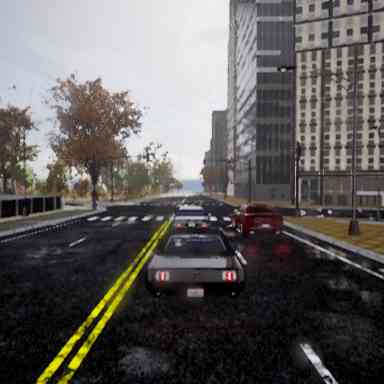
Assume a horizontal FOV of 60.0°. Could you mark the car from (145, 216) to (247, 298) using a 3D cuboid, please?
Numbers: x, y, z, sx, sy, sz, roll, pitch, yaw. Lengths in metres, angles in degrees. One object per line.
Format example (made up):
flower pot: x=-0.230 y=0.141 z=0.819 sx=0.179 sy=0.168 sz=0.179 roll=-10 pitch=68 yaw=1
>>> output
car: x=0.070 y=1.532 z=8.276 sx=1.895 sy=1.301 sz=4.718 roll=0 pitch=0 yaw=0

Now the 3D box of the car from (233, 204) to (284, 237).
car: x=3.297 y=1.338 z=17.241 sx=1.882 sy=1.535 sz=5.008 roll=0 pitch=0 yaw=0

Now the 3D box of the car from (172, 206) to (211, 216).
car: x=-0.016 y=1.414 z=16.516 sx=2.033 sy=1.411 sz=5.357 roll=0 pitch=0 yaw=0
